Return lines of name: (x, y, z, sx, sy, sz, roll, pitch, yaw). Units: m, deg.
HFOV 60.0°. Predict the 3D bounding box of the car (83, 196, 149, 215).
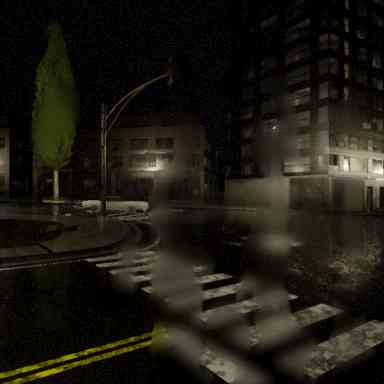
car: (-5.709, 0.961, 25.257, 4.718, 1.301, 1.895, 1, 0, 11)
